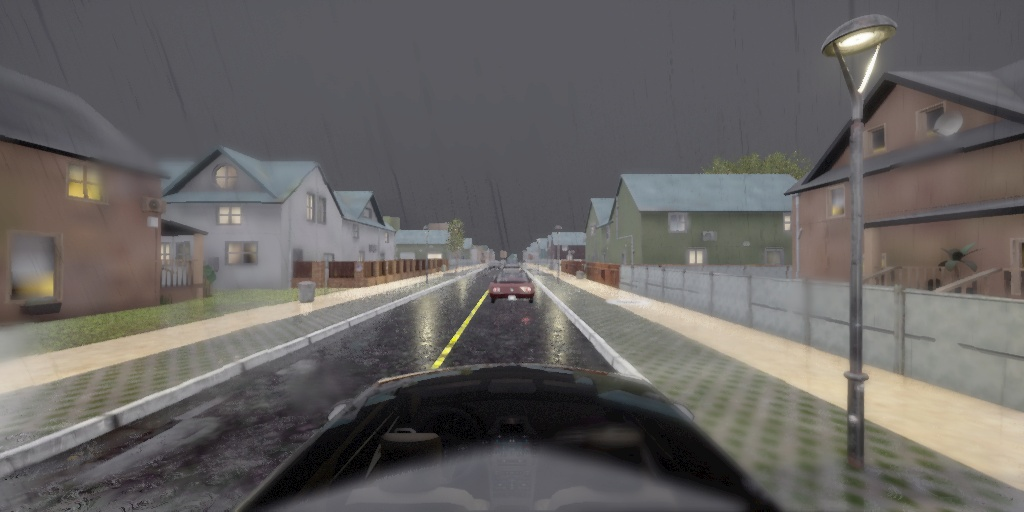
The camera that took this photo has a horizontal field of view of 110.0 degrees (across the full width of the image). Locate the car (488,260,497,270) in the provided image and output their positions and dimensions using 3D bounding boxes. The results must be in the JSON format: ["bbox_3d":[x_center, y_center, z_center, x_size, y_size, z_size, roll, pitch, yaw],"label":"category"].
[{"bbox_3d":[-2.750,1.462,57.509,1.837,1.490,4.892,0,0,0],"label":"car"}]

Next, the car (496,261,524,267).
[{"bbox_3d":[0.000,1.294,31.506,2.128,1.511,4.902,0,0,0],"label":"car"}]

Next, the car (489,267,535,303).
[{"bbox_3d":[0.000,1.379,16.532,1.895,1.301,4.718,0,0,0],"label":"car"}]
